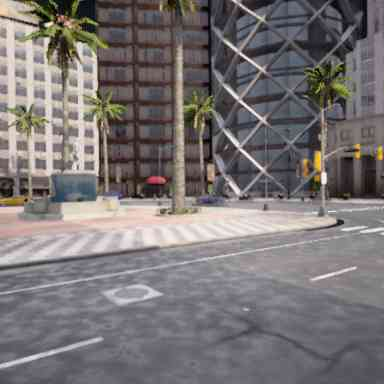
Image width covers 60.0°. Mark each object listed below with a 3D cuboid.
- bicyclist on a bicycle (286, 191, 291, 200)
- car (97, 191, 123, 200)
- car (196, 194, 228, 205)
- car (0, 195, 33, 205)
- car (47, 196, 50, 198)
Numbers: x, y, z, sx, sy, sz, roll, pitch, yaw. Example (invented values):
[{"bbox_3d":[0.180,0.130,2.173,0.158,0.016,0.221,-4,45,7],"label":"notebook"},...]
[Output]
[{"bbox_3d":[15.873,0.576,54.687,0.582,1.620,1.656,0,1,42],"label":"bicyclist on a bicycle"},{"bbox_3d":[-15.138,0.860,59.501,5.566,2.045,2.150,-1,1,3],"label":"car"},{"bbox_3d":[2.765,1.052,46.341,4.674,1.442,1.812,0,1,34],"label":"car"},{"bbox_3d":[-28.605,1.340,54.569,5.008,1.535,1.882,-1,1,-14],"label":"car"},{"bbox_3d":[-25.423,1.380,58.936,4.718,1.301,1.895,-1,1,-10],"label":"car"}]
